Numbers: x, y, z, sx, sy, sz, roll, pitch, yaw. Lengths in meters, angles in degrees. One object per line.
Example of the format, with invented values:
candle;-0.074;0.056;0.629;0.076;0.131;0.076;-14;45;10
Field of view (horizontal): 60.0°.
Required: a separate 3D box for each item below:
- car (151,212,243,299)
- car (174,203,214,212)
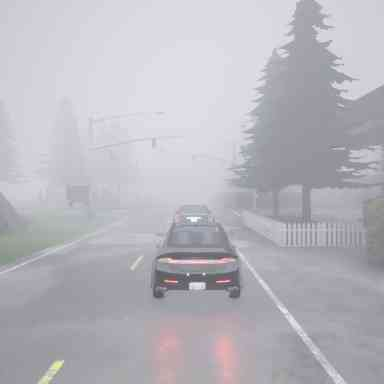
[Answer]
car;0.094;1.492;8.460;2.128;1.511;4.902;0;0;0
car;0.088;1.352;17.613;2.097;1.767;4.553;0;0;0
